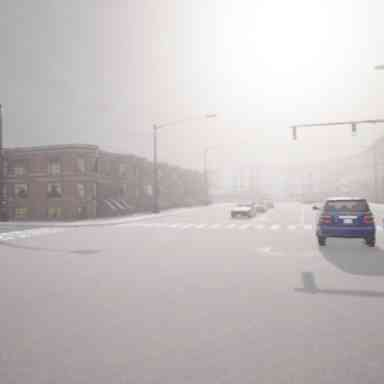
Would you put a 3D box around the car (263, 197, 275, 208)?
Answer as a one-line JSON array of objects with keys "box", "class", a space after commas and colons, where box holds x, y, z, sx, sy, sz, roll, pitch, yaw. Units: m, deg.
[{"box": [11.570, 1.600, 51.580, 2.097, 1.767, 4.553, -1, -1, 19], "class": "car"}]

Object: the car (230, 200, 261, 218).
[{"box": [5.153, 1.741, 32.709, 2.033, 1.411, 5.357, -1, -1, 19], "class": "car"}]

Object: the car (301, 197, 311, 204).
[{"box": [23.214, 1.723, 66.697, 2.033, 1.411, 5.357, -1, 0, 5], "class": "car"}]

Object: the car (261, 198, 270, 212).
[{"box": [8.276, 1.820, 41.808, 1.895, 1.301, 4.718, -1, -1, 19], "class": "car"}]

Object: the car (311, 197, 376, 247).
[{"box": [6.917, 1.239, 15.468, 2.150, 2.045, 5.566, -1, -1, 19], "class": "car"}]
